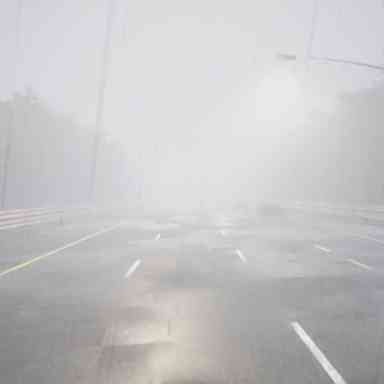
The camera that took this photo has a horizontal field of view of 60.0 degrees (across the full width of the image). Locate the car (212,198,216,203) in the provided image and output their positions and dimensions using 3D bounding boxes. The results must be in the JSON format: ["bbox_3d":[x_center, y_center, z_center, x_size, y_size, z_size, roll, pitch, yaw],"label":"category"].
[{"bbox_3d":[7.467,2.428,93.868,1.812,1.442,4.674,0,-1,1],"label":"car"}]

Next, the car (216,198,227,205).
[{"bbox_3d":[7.328,2.229,78.826,1.812,1.442,4.674,0,-1,0],"label":"car"}]

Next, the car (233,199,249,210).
[{"bbox_3d":[7.125,1.823,49.070,1.882,1.535,5.008,0,-1,0],"label":"car"}]

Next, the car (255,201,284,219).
[{"bbox_3d":[7.046,1.636,30.441,1.837,1.490,4.892,0,0,0],"label":"car"}]
